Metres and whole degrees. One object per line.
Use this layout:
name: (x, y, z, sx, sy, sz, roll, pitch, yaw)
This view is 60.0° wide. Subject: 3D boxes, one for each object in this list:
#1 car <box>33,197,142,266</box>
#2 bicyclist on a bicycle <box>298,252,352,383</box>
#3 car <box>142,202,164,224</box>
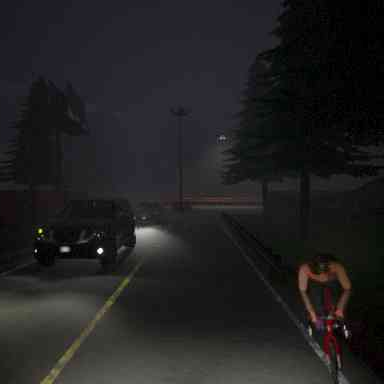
car: (-3.448, 1.221, 11.904, 2.150, 2.045, 5.566, 0, 0, 1)
bicyclist on a bicycle: (1.555, 1.281, 3.837, 0.582, 1.620, 1.656, -8, 29, 23)
car: (-3.191, 1.490, 24.834, 2.128, 1.511, 4.902, 0, 0, 1)
